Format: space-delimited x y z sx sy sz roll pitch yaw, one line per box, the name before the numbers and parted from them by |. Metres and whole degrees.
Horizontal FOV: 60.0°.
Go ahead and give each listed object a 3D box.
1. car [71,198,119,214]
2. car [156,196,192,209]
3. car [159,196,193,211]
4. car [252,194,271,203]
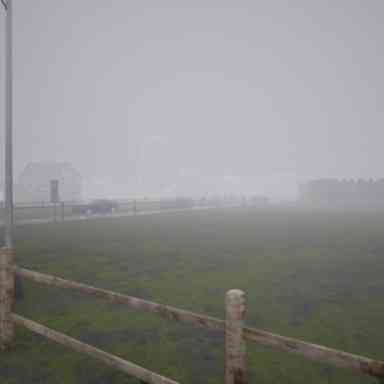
car | -9.461 1.383 32.660 1.882 1.535 5.008 -1 0 34
car | -2.232 1.342 43.151 2.128 1.511 4.902 -1 0 35
car | -1.652 1.406 38.802 1.994 1.385 4.181 -1 0 34
car | 12.505 1.073 59.402 2.097 1.767 4.553 -1 0 35
